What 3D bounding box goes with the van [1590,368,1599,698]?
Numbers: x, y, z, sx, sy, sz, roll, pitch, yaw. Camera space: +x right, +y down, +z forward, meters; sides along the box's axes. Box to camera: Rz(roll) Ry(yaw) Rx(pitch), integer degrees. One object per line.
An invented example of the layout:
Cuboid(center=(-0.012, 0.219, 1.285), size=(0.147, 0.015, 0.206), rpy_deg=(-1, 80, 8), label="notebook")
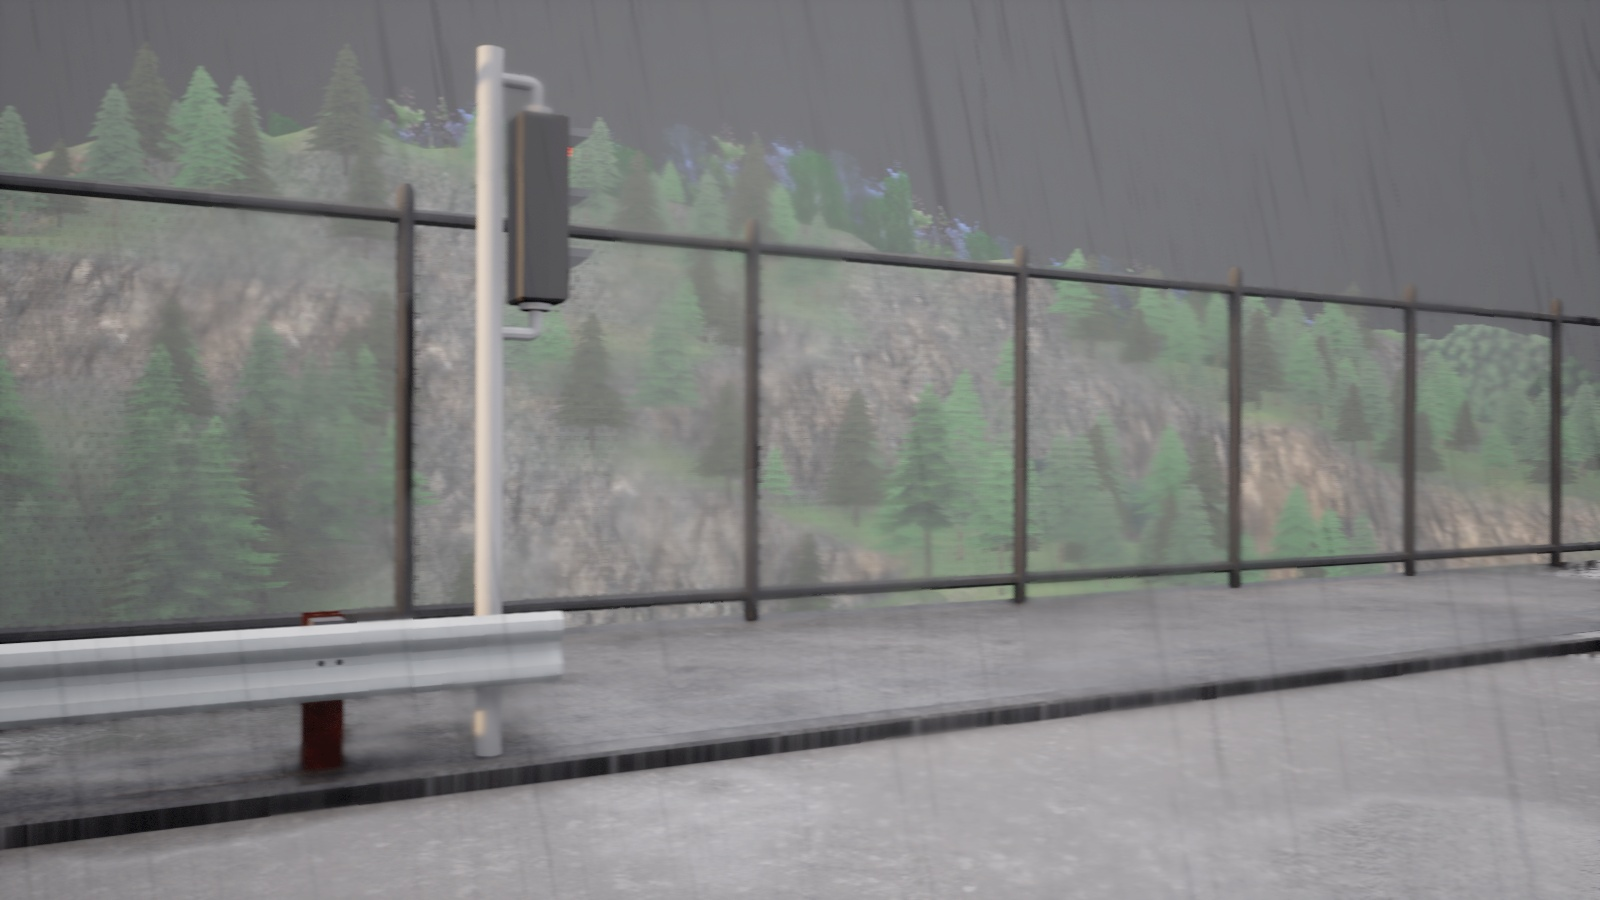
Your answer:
Cuboid(center=(7.170, 0.497, 7.890), size=(4.442, 1.987, 1.775), rpy_deg=(0, 0, -28), label="van")
